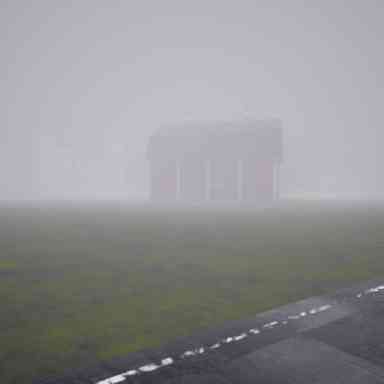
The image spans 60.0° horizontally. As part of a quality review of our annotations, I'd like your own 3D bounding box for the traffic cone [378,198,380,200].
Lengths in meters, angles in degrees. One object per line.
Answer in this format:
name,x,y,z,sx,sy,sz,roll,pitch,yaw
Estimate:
traffic cone,45.644,1.565,81.084,0.340,0.580,0.340,1,0,-9
